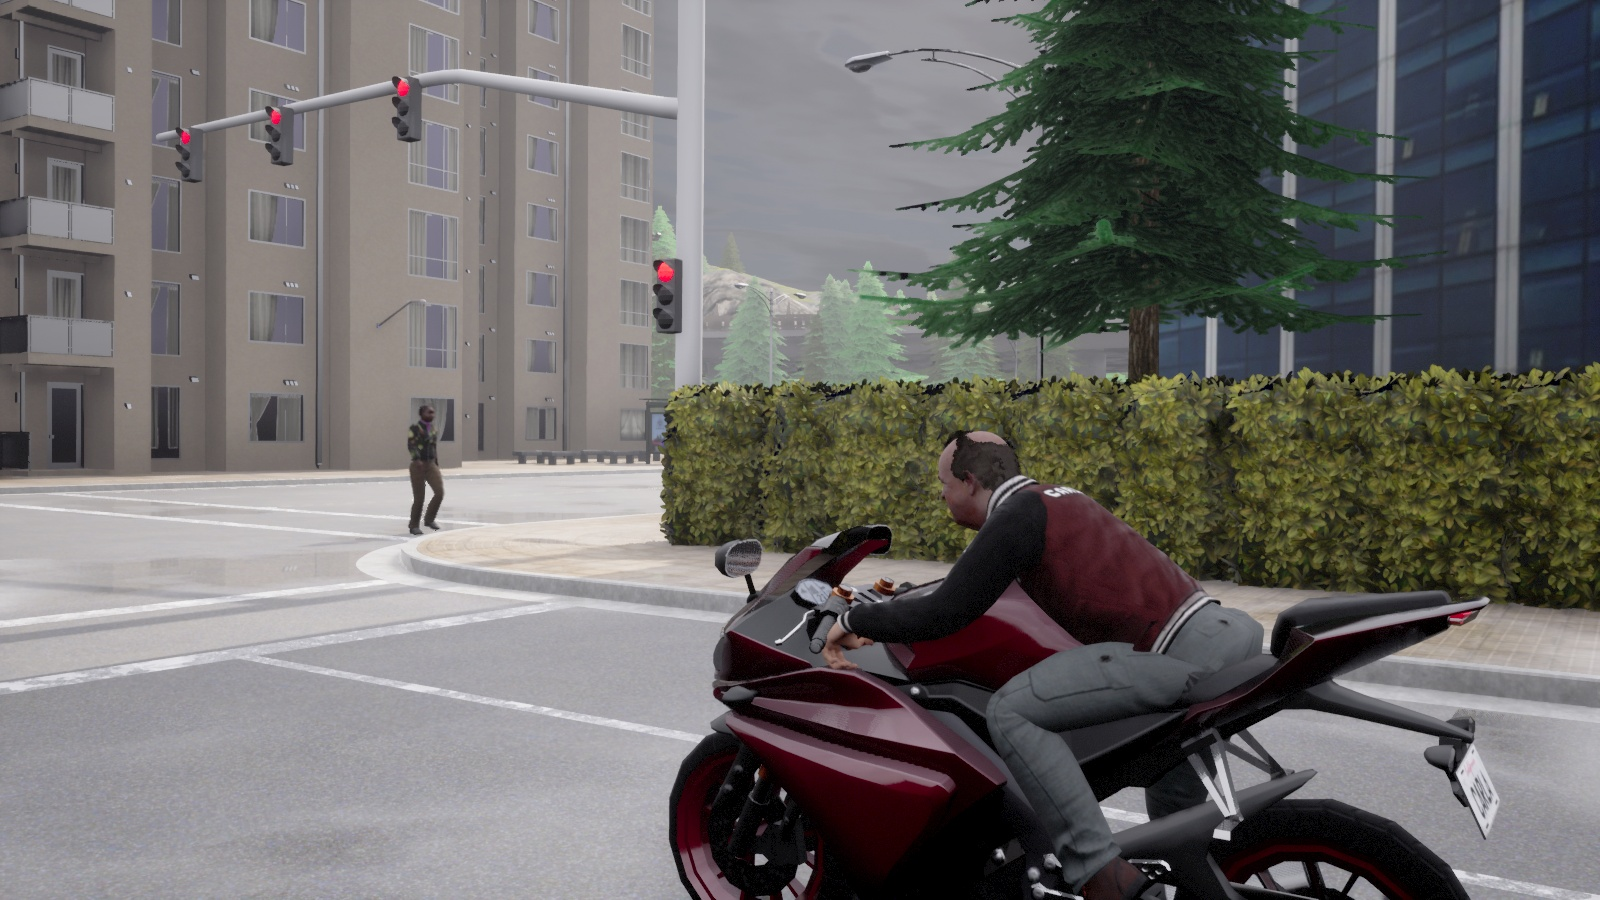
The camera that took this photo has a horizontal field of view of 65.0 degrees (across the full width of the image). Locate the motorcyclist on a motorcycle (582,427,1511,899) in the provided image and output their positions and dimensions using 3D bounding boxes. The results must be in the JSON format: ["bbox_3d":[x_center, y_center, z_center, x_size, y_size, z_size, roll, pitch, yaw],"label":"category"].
[{"bbox_3d":[0.552,0.717,3.257,2.191,1.530,0.866,0,1,34],"label":"motorcyclist on a motorcycle"}]

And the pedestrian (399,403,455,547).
[{"bbox_3d":[-5.122,0.337,17.227,0.692,1.930,0.395,0,1,40],"label":"pedestrian"}]
